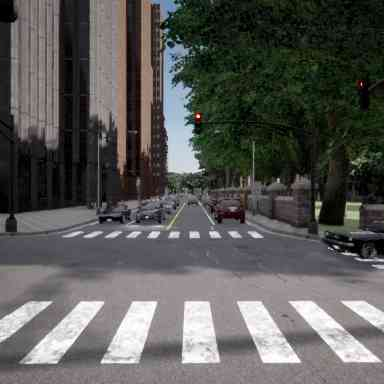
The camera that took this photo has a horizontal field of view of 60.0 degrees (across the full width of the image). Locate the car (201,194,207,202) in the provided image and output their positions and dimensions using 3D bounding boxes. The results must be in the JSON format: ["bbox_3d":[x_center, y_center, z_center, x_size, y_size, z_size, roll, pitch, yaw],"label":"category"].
[{"bbox_3d":[2.827,1.481,52.505,1.967,1.590,4.097,0,0,0],"label":"car"}]

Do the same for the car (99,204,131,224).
[{"bbox_3d":[-5.731,1.576,25.224,1.947,1.339,4.313,0,0,0],"label":"car"}]

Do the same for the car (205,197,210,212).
[{"bbox_3d":[2.807,1.588,36.136,1.947,1.339,4.313,0,0,0],"label":"car"}]

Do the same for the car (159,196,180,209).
[{"bbox_3d":[-3.038,1.595,43.952,1.994,1.385,4.181,0,0,0],"label":"car"}]

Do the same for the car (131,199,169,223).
[{"bbox_3d":[-3.075,1.516,25.496,1.837,1.490,4.892,0,0,1],"label":"car"}]

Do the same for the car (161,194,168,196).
[{"bbox_3d":[-5.685,1.635,63.423,1.802,1.307,4.206,0,0,0],"label":"car"}]

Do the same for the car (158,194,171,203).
[{"bbox_3d":[-5.678,1.375,68.881,2.192,1.841,5.009,0,0,0],"label":"car"}]

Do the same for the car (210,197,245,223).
[{"bbox_3d":[2.794,1.326,25.223,2.192,1.841,5.009,0,0,0],"label":"car"}]

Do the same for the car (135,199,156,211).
[{"bbox_3d":[-5.711,1.579,41.595,2.008,1.369,4.403,0,0,0],"label":"car"}]

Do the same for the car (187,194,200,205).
[{"bbox_3d":[0.170,1.595,58.665,2.033,1.411,5.357,0,0,1],"label":"car"}]

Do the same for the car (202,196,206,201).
[{"bbox_3d":[2.820,1.585,47.049,2.008,1.369,4.403,0,0,0],"label":"car"}]

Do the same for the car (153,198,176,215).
[{"bbox_3d":[-3.056,1.621,34.751,1.895,1.301,4.718,0,0,0],"label":"car"}]

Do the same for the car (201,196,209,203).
[{"bbox_3d":[2.854,1.593,74.501,1.752,1.417,4.829,0,0,0],"label":"car"}]

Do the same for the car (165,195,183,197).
[{"bbox_3d":[-2.988,1.590,54.096,2.033,1.411,5.357,0,0,0],"label":"car"}]

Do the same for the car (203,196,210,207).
[{"bbox_3d":[2.814,1.579,41.592,2.008,1.369,4.403,0,0,0],"label":"car"}]

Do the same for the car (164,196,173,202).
[{"bbox_3d":[-5.665,1.620,79.795,1.887,1.381,4.507,0,0,0],"label":"car"}]

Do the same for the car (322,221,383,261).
[{"bbox_3d":[7.504,1.775,12.657,4.718,1.301,1.895,1,0,-10],"label":"car"}]

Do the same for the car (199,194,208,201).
[{"bbox_3d":[2.866,1.400,85.245,2.192,1.841,5.009,0,0,0],"label":"car"}]
